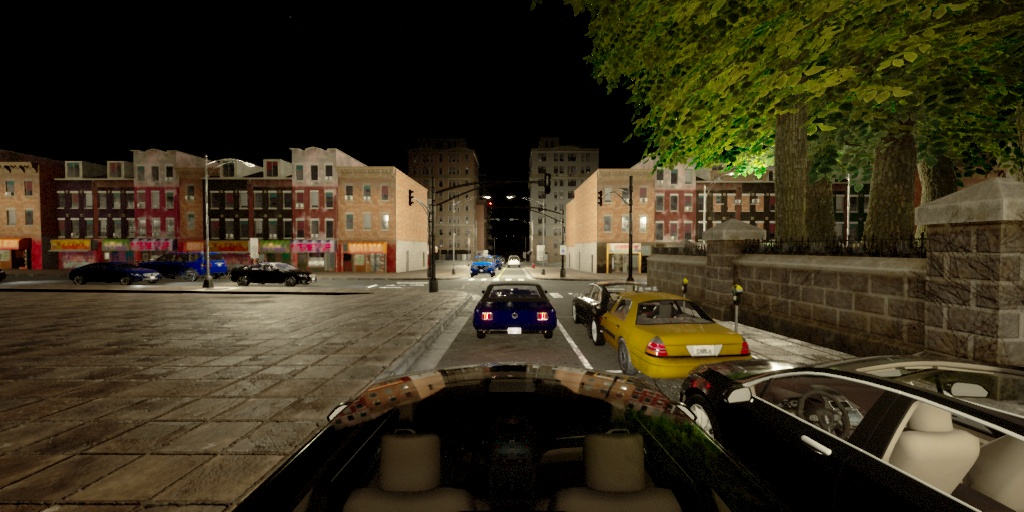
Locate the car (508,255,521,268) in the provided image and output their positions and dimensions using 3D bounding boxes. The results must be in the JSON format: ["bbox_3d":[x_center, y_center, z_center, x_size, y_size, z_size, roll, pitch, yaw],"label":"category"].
[{"bbox_3d":[0.379,1.009,63.734,2.150,2.045,5.566,0,0,0],"label":"car"}]

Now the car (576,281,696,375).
[{"bbox_3d":[2.684,1.274,7.289,1.751,1.417,4.829,0,0,0],"label":"car"}]

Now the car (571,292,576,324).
[{"bbox_3d":[2.658,1.298,9.262,2.007,1.370,4.403,0,0,0],"label":"car"}]

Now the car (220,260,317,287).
[{"bbox_3d":[-15.035,1.160,22.721,4.902,1.511,2.128,1,1,0],"label":"car"}]

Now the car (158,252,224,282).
[{"bbox_3d":[-23.569,0.732,25.635,5.566,2.045,2.150,1,1,1],"label":"car"}]

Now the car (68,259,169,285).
[{"bbox_3d":[-25.140,1.083,22.740,4.674,1.442,1.812,1,1,0],"label":"car"}]

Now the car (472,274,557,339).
[{"bbox_3d":[0.072,1.349,10.066,1.895,1.301,4.718,0,0,0],"label":"car"}]

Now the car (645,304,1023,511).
[{"bbox_3d":[2.637,1.300,2.127,2.007,1.370,4.403,0,0,0],"label":"car"}]

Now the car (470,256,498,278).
[{"bbox_3d":[-2.762,0.977,34.757,2.150,2.045,5.566,0,0,-1],"label":"car"}]

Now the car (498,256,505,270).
[{"bbox_3d":[-2.646,0.997,51.988,2.150,2.045,5.566,0,0,1],"label":"car"}]

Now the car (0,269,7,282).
[{"bbox_3d":[-35.283,0.969,22.768,4.674,1.442,1.812,1,1,1],"label":"car"}]
